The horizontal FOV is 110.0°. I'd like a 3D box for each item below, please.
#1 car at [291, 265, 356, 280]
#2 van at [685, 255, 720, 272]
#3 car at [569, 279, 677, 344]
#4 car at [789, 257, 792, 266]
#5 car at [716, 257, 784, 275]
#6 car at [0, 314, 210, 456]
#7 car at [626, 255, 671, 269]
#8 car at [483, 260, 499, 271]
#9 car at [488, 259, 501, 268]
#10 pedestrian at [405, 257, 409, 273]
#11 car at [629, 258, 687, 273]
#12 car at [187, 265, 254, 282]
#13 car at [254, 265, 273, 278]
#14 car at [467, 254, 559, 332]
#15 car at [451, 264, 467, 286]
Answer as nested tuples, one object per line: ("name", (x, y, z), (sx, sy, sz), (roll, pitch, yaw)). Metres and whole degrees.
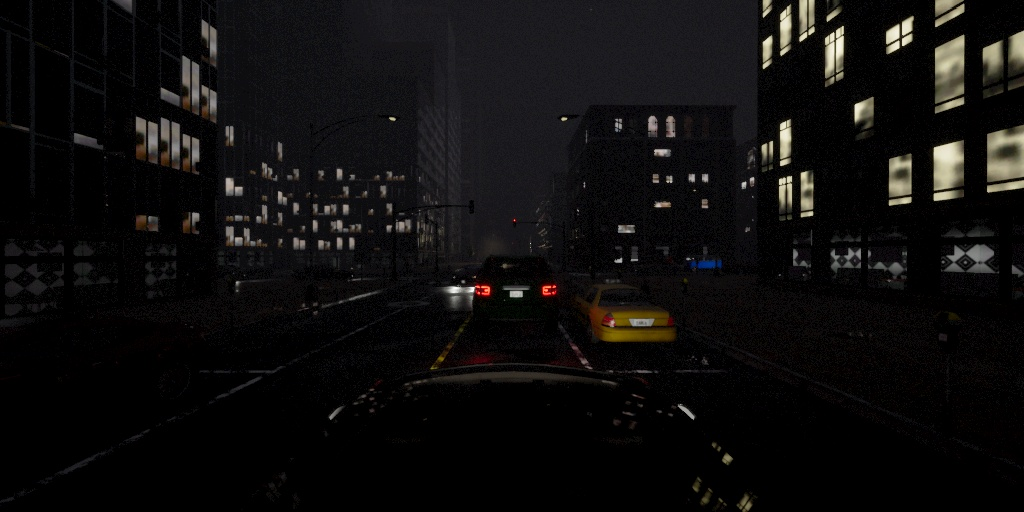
("car", (-17.723, 1.515, 33.769), (5.357, 1.411, 2.033), (-1, 0, -1))
("van", (20.940, 0.799, 39.669), (3.998, 1.789, 1.690), (0, 0, -1))
("car", (2.558, 1.275, 9.384), (1.751, 1.417, 4.829), (0, 0, 0))
("car", (27.944, 0.869, 37.277), (4.902, 1.511, 2.128), (-1, 0, 0))
("car", (21.056, 1.019, 31.789), (4.507, 1.381, 1.888), (0, 0, -1))
("car", (-5.317, 1.332, 3.647), (1.802, 1.307, 4.207), (0, 0, 0))
("car", (15.284, 0.844, 39.603), (5.009, 1.841, 2.192), (0, 0, -1))
("car", (-2.886, 1.299, 50.584), (2.033, 1.411, 5.357), (0, 0, -1))
("car", (-2.888, 1.300, 60.721), (2.033, 1.411, 5.357), (0, 0, 0))
("pedestrian", (-12.392, 1.020, 42.205), (0.375, 1.860, 0.375), (0, 1, -1))
("car", (15.023, 1.138, 37.135), (4.718, 1.301, 1.895), (-1, 0, -1))
("car", (-27.537, 1.603, 33.634), (4.892, 1.490, 1.837), (-1, 0, -1))
("car", (-28.441, 1.648, 39.004), (4.403, 1.370, 2.007), (0, 0, -1))
("car", (0.089, 0.971, 10.937), (2.150, 2.045, 5.566), (0, 0, 0))
("car", (-2.875, 1.304, 25.825), (2.033, 1.411, 5.357), (0, 0, 6))
